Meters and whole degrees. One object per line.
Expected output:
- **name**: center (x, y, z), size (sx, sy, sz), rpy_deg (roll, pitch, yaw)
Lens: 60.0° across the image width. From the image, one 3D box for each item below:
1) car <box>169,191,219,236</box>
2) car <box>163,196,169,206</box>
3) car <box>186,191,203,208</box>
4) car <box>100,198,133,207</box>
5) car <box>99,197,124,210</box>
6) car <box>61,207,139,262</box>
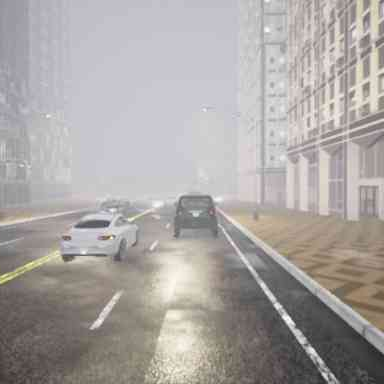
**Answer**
- **car**: center (0.192, 1.108, 17.697), size (2.150, 2.045, 5.566), rpy_deg (0, 0, 0)
- **car**: center (-2.884, 1.240, 46.681), size (1.812, 1.442, 4.674), rpy_deg (0, 0, 0)
- **car**: center (0.351, 0.928, 44.554), size (2.150, 2.045, 5.566), rpy_deg (0, 0, 0)
- **car**: center (-6.424, 1.341, 29.441), size (2.128, 1.511, 4.902), rpy_deg (0, 0, 0)
- **car**: center (-9.559, 1.364, 39.823), size (1.994, 1.385, 4.181), rpy_deg (0, 0, 1)
- **car**: center (-3.091, 1.470, 11.826), size (1.812, 1.442, 4.674), rpy_deg (0, 0, 0)
